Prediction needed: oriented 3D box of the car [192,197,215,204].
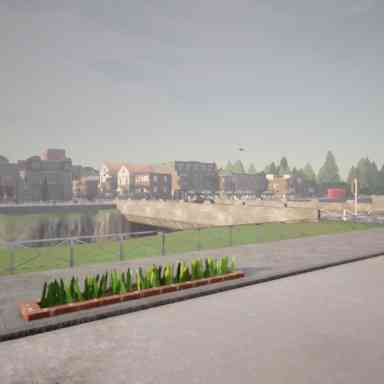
[{"bbox_3d":[1.907,1.525,55.290,1.812,1.442,4.674,0,0,-35],"label":"car"}]
